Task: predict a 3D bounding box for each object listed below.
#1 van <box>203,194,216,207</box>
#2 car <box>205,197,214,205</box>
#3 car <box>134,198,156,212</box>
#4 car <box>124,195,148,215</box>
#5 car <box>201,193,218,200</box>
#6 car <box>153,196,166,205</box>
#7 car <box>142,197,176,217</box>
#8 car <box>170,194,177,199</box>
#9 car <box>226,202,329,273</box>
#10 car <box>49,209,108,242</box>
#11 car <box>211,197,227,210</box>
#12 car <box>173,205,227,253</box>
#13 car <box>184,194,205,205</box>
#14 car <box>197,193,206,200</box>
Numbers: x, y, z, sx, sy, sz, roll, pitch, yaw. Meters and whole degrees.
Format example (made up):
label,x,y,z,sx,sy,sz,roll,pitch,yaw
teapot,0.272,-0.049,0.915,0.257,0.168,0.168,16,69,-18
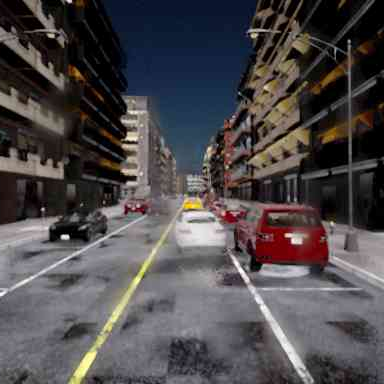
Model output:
label,x,y,z,sx,sy,sz,roll,pitch,yaw
van,2.550,1.191,49.210,1.690,1.788,3.998,1,0,0
car,2.546,1.465,32.617,1.802,1.307,4.206,1,0,0
car,-5.300,1.415,38.203,1.887,1.381,4.507,1,0,0
car,-5.294,1.198,32.670,2.192,1.841,5.009,1,0,0
car,2.551,1.174,43.679,2.192,1.841,5.009,1,0,0
car,-5.302,1.425,54.796,1.802,1.307,4.206,1,0,0
car,-2.849,1.438,29.900,2.033,1.411,5.357,0,0,0
car,-5.303,1.362,92.876,1.947,1.339,4.313,1,0,0
car,2.553,1.270,10.490,2.192,1.841,5.009,1,0,0
car,-5.299,1.500,16.082,1.947,1.339,4.313,1,0,0
car,2.550,1.356,21.554,1.967,1.590,4.097,1,0,0
car,0.246,1.470,13.322,1.812,1.442,4.674,0,0,-3
car,0.098,1.350,37.017,1.882,1.535,5.008,0,0,0
car,2.582,1.111,92.922,2.192,1.841,5.009,1,0,0
